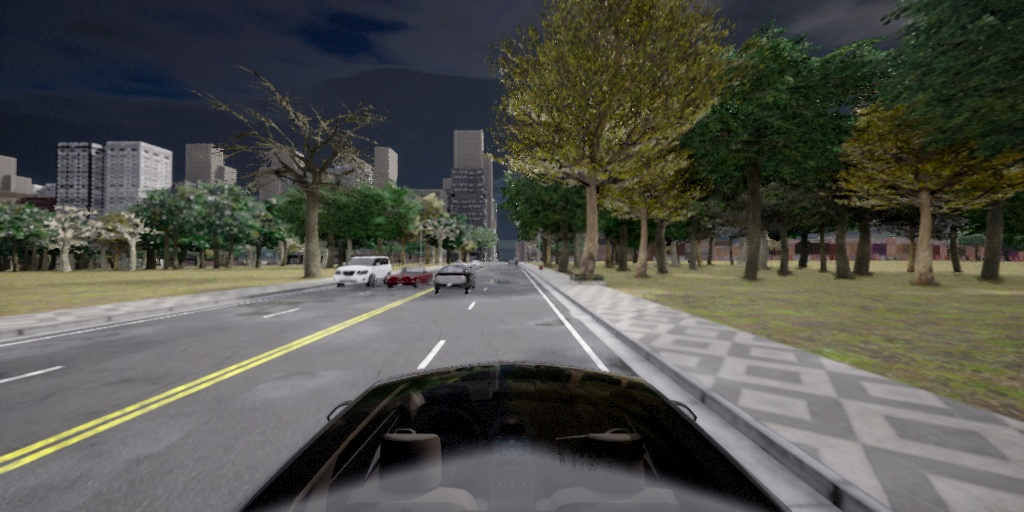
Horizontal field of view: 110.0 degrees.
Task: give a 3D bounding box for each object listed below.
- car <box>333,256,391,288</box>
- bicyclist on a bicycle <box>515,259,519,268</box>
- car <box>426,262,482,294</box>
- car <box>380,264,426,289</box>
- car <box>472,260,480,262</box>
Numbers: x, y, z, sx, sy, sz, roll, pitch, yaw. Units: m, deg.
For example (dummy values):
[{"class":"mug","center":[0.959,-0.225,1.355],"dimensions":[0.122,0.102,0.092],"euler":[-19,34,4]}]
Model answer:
[{"class":"car","center":[-9.843,1.007,24.271],"dimensions":[2.150,2.045,5.566],"euler":[0,0,0]},{"class":"bicyclist on a bicycle","center":[0.906,1.405,63.364],"dimensions":[0.582,1.620,1.656],"euler":[0,-1,0]},{"class":"car","center":[-3.146,1.267,20.505],"dimensions":[2.128,1.511,4.902],"euler":[0,0,0]},{"class":"car","center":[-6.594,1.383,23.316],"dimensions":[1.895,1.301,4.718],"euler":[0,0,0]},{"class":"car","center":[-6.509,1.483,64.408],"dimensions":[1.812,1.442,4.674],"euler":[0,0,1]}]
